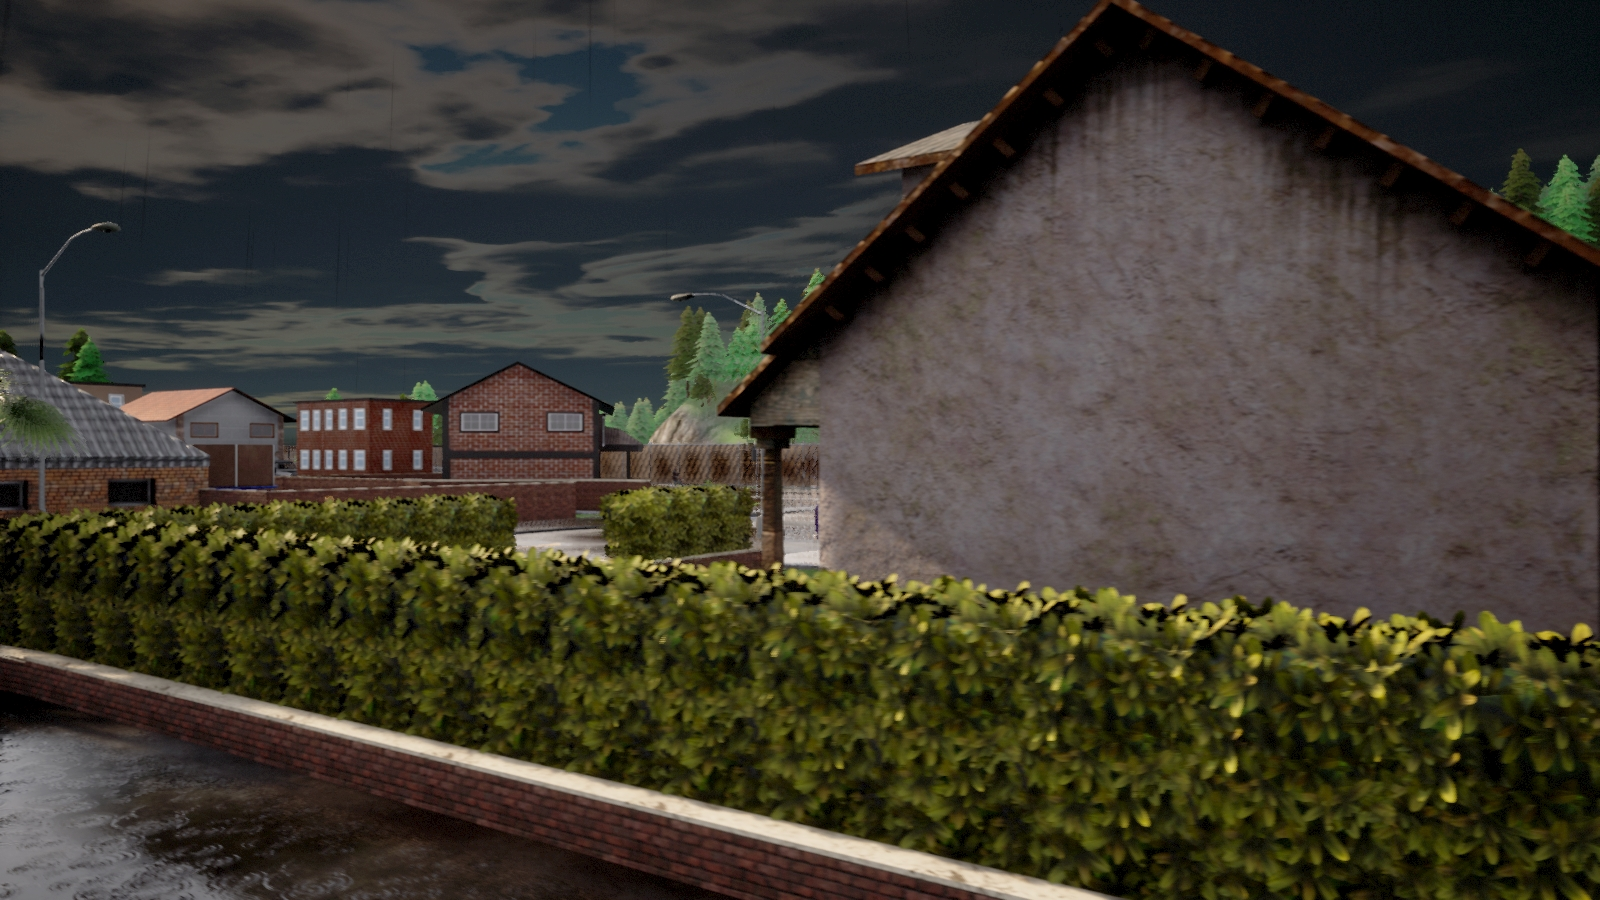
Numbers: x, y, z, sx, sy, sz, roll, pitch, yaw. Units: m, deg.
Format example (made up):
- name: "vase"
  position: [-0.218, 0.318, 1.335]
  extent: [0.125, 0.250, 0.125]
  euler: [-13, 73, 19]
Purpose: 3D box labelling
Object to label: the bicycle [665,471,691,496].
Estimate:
- name: "bicycle"
  position: [-7.479, 2.062, 70.117]
  extent: [1.835, 1.471, 0.329]
  euler: [0, 0, 35]
